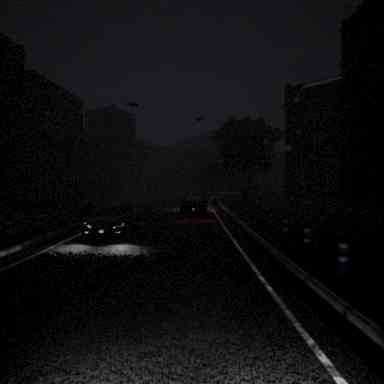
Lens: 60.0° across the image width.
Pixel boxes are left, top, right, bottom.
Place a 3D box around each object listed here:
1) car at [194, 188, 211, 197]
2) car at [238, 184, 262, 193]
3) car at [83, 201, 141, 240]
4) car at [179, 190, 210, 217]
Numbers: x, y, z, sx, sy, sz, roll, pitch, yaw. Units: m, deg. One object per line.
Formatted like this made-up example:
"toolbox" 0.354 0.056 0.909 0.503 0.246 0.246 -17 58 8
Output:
"car" 1.144 0.178 42.659 2.033 1.411 5.357 0 3 13
"car" 10.165 -0.687 59.022 4.892 1.490 1.837 -3 1 -26
"car" -3.597 1.236 15.609 1.837 1.490 4.892 0 2 0
"car" 0.099 0.878 24.340 1.882 1.535 5.008 0 3 0
